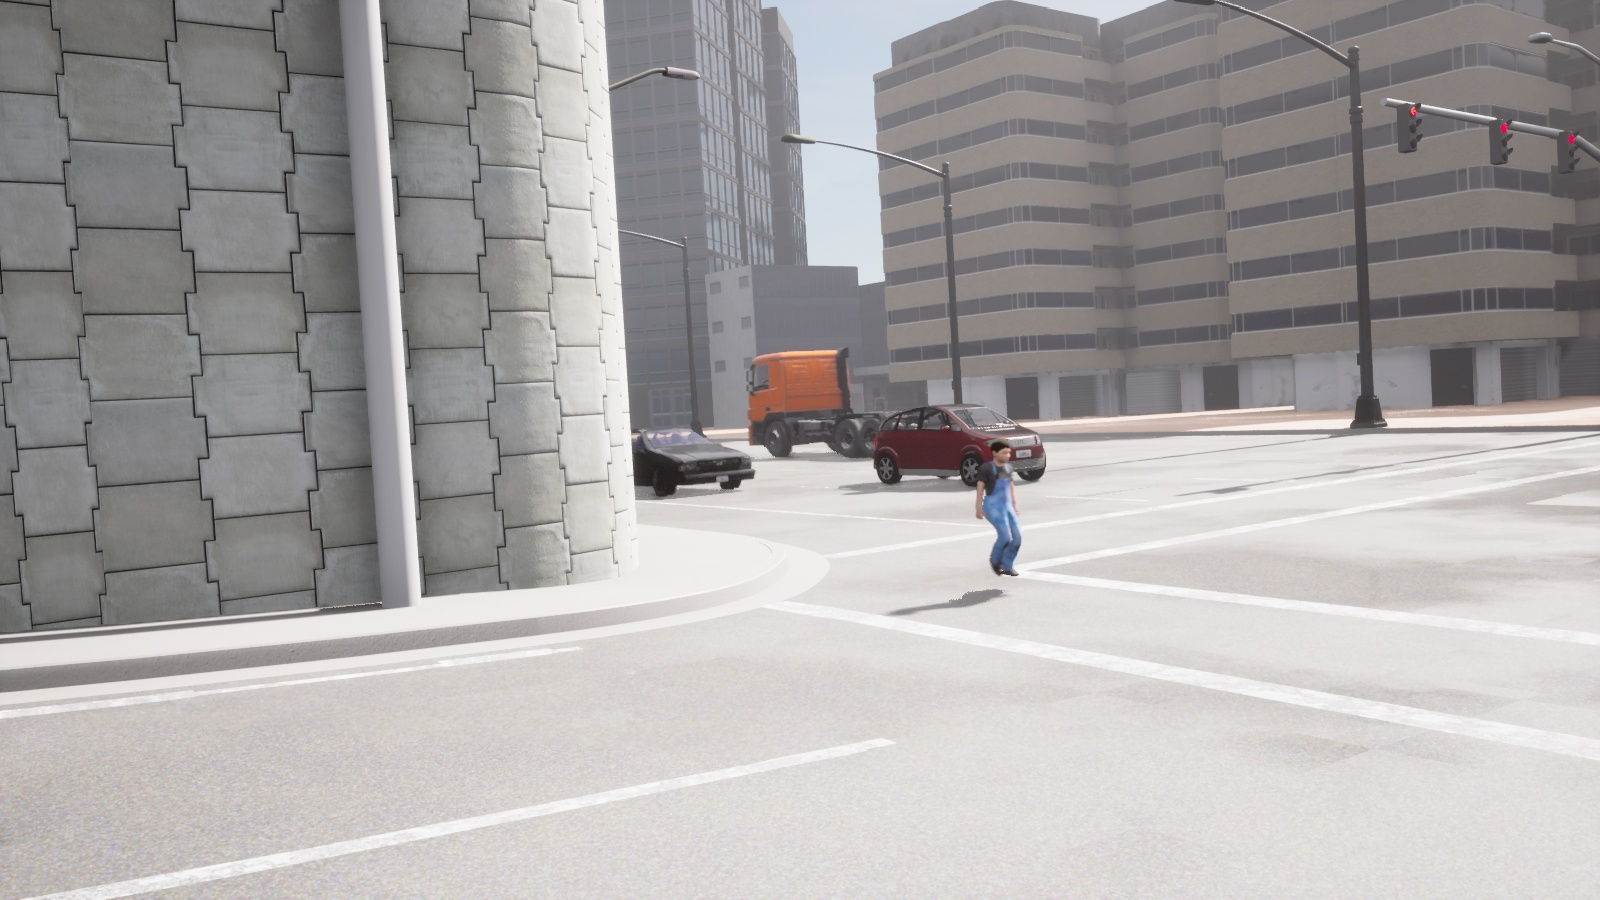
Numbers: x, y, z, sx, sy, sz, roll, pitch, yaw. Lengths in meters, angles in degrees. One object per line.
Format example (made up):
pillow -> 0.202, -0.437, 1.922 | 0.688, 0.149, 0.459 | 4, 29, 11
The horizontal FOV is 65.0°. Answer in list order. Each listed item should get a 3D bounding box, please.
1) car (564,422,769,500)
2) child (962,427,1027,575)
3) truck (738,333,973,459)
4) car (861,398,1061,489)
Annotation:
car -> -3.047, 0.210, 27.409 | 2.033, 1.411, 5.357 | -5, 3, -35
child -> 1.711, 0.437, 11.072 | 0.270, 1.263, 0.437 | -5, 3, -34
truck -> 1.507, -1.573, 39.107 | 2.891, 3.462, 7.936 | -5, 3, -35
car -> 3.086, -0.135, 24.662 | 1.789, 1.549, 3.705 | -5, 3, -34
